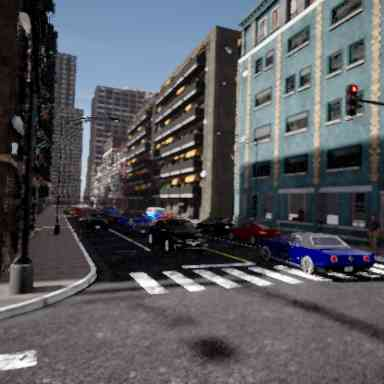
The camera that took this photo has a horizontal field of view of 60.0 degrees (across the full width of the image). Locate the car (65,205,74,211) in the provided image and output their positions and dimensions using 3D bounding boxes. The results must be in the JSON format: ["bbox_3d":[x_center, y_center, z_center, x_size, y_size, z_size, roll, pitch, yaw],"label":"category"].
[{"bbox_3d":[-31.001,4.083,84.018,1.947,1.339,4.313,2,-2,-22],"label":"car"}]

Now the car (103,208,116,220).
[{"bbox_3d":[-7.976,2.686,34.372,1.994,1.385,4.181,3,-3,-22],"label":"car"}]

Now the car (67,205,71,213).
[{"bbox_3d":[-18.506,3.181,53.337,1.802,1.307,4.206,2,-2,-22],"label":"car"}]

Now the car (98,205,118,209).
[{"bbox_3d":[-15.299,3.362,60.838,2.097,1.767,4.553,3,-3,-21],"label":"car"}]

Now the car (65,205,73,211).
[{"bbox_3d":[-33.083,4.215,89.133,1.887,1.381,4.507,2,-2,-22],"label":"car"}]

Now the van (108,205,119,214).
[{"bbox_3d":[-16.986,3.762,71.824,1.690,1.788,3.998,2,-2,-22],"label":"van"}]

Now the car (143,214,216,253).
[{"bbox_3d":[-0.816,2.110,16.775,1.837,1.490,4.892,3,-3,-22],"label":"car"}]

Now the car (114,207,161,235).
[{"bbox_3d":[-4.209,2.203,25.143,2.097,1.767,4.553,3,-3,-22],"label":"car"}]

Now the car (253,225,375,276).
[{"bbox_3d":[4.305,2.184,12.507,1.895,1.301,4.718,2,-2,-15],"label":"car"}]

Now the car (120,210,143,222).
[{"bbox_3d":[-7.732,3.022,42.242,1.994,1.385,4.181,3,-3,-22],"label":"car"}]

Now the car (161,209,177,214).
[{"bbox_3d":[-2.412,2.903,36.021,1.887,1.381,4.507,2,-2,-22],"label":"car"}]

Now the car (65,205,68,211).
[{"bbox_3d":[-24.689,3.577,68.522,1.752,1.417,4.829,2,-2,-22],"label":"car"}]

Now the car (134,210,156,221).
[{"bbox_3d":[-6.578,3.226,46.248,1.947,1.339,4.313,2,-2,-22],"label":"car"}]

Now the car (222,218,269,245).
[{"bbox_3d":[3.835,2.489,20.679,1.802,1.307,4.206,2,-2,-22],"label":"car"}]

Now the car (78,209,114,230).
[{"bbox_3d":[-8.093,2.409,27.769,1.947,1.339,4.313,2,-2,-22],"label":"car"}]

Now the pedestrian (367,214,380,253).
[{"bbox_3d":[8.836,2.012,16.161,0.375,1.860,0.375,2,-2,-22],"label":"pedestrian"}]

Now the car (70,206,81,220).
[{"bbox_3d":[-14.340,2.841,43.111,1.887,1.381,4.507,2,-2,-22],"label":"car"}]

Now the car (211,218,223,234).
[{"bbox_3d":[1.753,2.623,25.793,1.947,1.339,4.313,2,-2,-22],"label":"car"}]

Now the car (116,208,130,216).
[{"bbox_3d":[-12.889,3.646,61.747,1.752,1.417,4.829,2,-2,-22],"label":"car"}]
